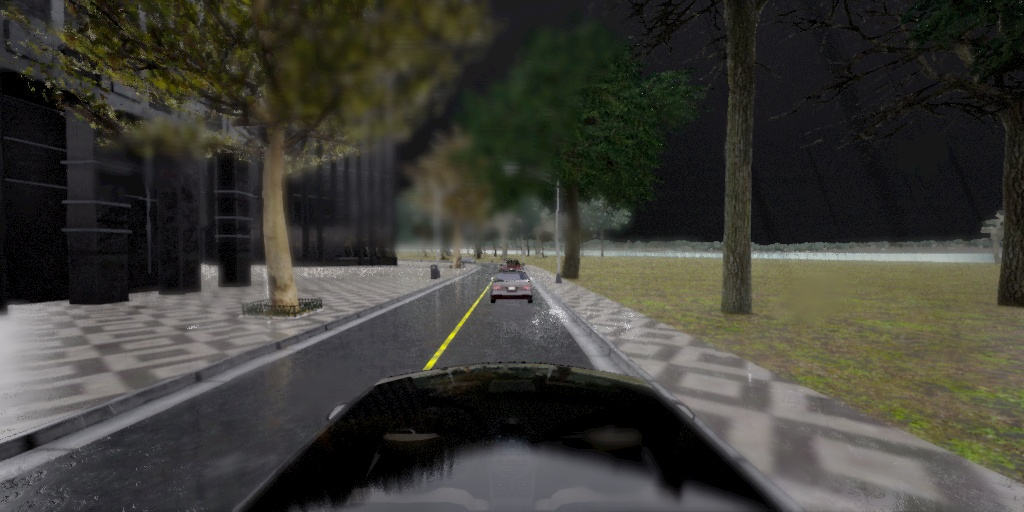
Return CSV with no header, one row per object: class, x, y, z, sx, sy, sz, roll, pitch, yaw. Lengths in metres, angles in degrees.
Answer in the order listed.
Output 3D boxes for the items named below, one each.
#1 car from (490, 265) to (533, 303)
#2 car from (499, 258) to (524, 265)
car,-0.010,1.310,16.506,2.033,1.411,5.357,0,0,0
car,-0.044,1.076,31.477,2.097,1.767,4.553,0,0,0
